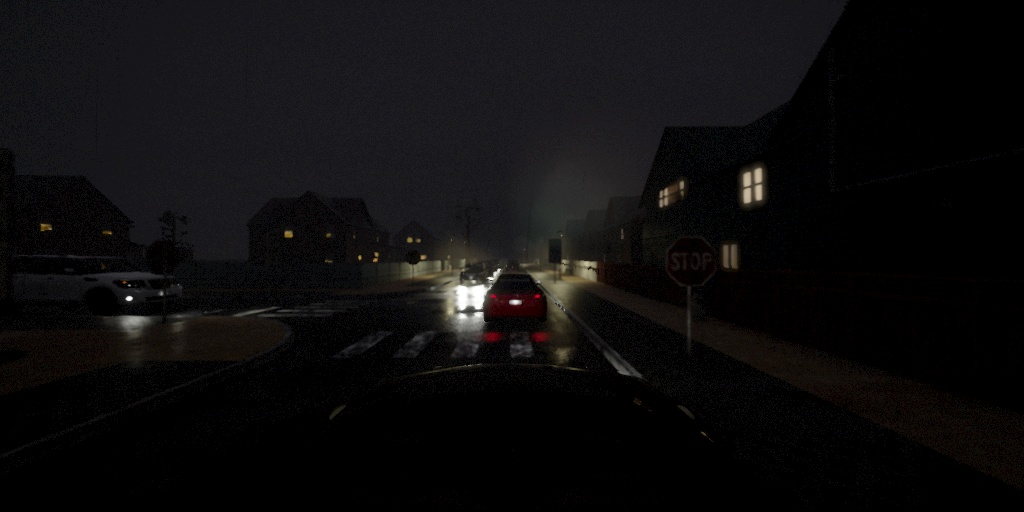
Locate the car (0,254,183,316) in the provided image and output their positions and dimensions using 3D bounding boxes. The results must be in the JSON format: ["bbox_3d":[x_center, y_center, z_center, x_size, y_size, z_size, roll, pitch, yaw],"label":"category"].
[{"bbox_3d":[-14.967,0.953,12.557,5.566,2.045,2.150,0,-1,-1],"label":"car"}]

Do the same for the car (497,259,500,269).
[{"bbox_3d":[-2.841,1.286,46.830,1.812,1.442,4.674,0,0,0],"label":"car"}]

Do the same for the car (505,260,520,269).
[{"bbox_3d":[0.098,1.268,52.198,1.837,1.490,4.892,0,0,0],"label":"car"}]

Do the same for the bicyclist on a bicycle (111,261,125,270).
[{"bbox_3d":[-20.212,1.095,18.378,0.582,1.620,1.656,0,0,0],"label":"bicyclist on a bicycle"}]

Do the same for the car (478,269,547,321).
[{"bbox_3d":[0.101,1.315,12.457,1.994,1.385,4.181,0,0,0],"label":"car"}]

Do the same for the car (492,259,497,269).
[{"bbox_3d":[-2.845,1.234,36.768,1.882,1.535,5.008,0,0,0],"label":"car"}]

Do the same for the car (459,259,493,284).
[{"bbox_3d":[-2.849,1.245,27.451,2.128,1.511,4.902,0,0,0],"label":"car"}]
